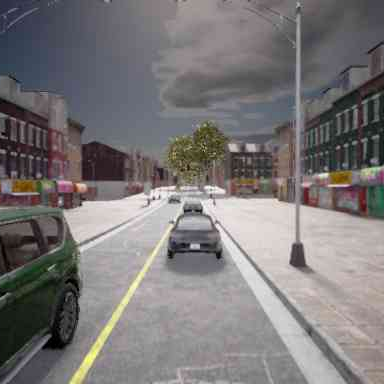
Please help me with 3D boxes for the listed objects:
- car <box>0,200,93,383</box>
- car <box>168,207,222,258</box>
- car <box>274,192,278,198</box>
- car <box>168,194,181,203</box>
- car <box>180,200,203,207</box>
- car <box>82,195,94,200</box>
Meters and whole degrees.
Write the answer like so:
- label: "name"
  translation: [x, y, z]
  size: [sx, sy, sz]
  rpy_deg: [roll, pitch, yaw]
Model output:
- label: "car"
  translation: [-2.852, 1.222, 3.307]
  size: [2.150, 2.045, 5.566]
  rpy_deg: [0, 0, 0]
- label: "car"
  translation: [0.100, 1.528, 12.659]
  size: [1.812, 1.442, 4.674]
  rpy_deg: [0, 0, 0]
- label: "car"
  translation: [17.214, 0.562, 61.144]
  size: [4.313, 1.339, 1.947]
  rpy_deg: [-1, 2, 0]
- label: "car"
  translation: [-2.743, 0.998, 52.745]
  size: [2.033, 1.411, 5.357]
  rpy_deg: [0, 1, 0]
- label: "car"
  translation: [0.108, 1.462, 32.998]
  size: [1.895, 1.301, 4.718]
  rpy_deg: [0, 1, 0]
- label: "car"
  translation: [-20.368, 1.103, 61.017]
  size: [4.507, 1.381, 1.887]
  rpy_deg: [-1, 2, 0]
